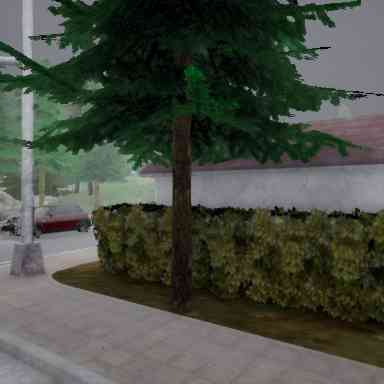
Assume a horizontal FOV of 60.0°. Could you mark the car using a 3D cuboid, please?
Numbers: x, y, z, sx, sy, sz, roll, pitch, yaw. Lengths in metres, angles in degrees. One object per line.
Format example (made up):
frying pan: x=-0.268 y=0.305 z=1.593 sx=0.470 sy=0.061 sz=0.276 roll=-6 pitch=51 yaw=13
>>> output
car: x=-8.097 y=1.543 z=18.779 sx=2.097 sy=1.767 sz=4.553 roll=0 pitch=0 yaw=35
